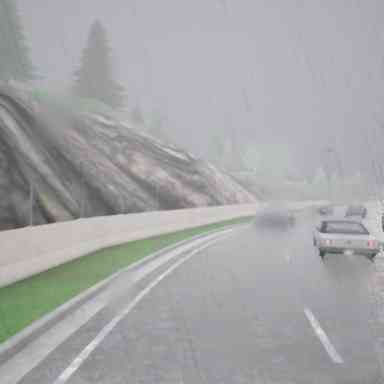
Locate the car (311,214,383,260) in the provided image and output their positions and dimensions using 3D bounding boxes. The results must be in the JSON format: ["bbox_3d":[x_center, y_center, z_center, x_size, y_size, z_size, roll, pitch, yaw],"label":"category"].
[{"bbox_3d":[5.944,1.779,13.364,1.895,1.301,4.718,0,-1,17],"label":"car"}]

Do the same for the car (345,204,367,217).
[{"bbox_3d":[18.036,2.048,36.552,2.033,1.411,5.357,0,-1,31],"label":"car"}]

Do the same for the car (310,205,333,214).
[{"bbox_3d":[14.945,2.091,38.202,1.895,1.301,4.718,0,-1,31],"label":"car"}]

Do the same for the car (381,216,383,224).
[{"bbox_3d":[13.188,1.915,21.234,1.895,1.301,4.718,0,-1,28],"label":"car"}]

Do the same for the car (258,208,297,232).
[{"bbox_3d":[5.774,1.788,22.384,1.812,1.442,4.674,0,-1,28],"label":"car"}]
